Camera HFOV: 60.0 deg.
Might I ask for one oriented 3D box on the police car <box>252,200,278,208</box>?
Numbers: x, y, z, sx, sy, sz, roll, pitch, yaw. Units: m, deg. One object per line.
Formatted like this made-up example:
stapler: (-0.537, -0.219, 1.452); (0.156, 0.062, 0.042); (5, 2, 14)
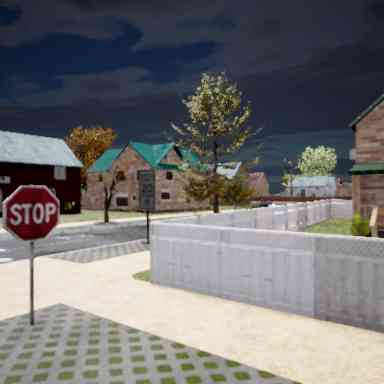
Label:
police car: (8.323, 1.709, 38.782); (2.038, 1.542, 4.974); (-1, -1, 34)
